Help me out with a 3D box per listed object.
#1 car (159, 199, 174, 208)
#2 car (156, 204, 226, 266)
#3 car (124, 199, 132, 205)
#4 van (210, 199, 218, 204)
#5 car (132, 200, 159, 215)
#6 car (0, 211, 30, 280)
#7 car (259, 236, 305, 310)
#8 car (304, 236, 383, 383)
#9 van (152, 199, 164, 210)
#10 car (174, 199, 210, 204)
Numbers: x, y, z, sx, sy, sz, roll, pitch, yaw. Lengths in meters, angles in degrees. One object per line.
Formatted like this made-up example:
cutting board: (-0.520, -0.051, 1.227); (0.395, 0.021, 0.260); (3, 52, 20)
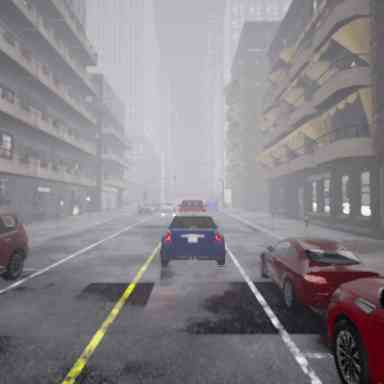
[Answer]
car: (-3.084, 2.096, 45.208); (1.812, 1.442, 4.674); (0, -1, 0)
car: (0.045, 1.509, 12.329); (2.097, 1.767, 4.553); (0, -1, 1)
car: (-16.476, 2.506, 80.159); (4.097, 1.590, 1.967); (0, -2, 0)
van: (2.717, 1.928, 46.486); (1.690, 1.788, 3.998); (1, -1, 0)
car: (-5.635, 2.067, 40.892); (2.008, 1.369, 4.403); (1, -1, 0)
car: (-5.670, 1.414, 7.656); (2.192, 1.841, 5.009); (1, -1, 0)
car: (2.706, 1.682, 7.703); (1.802, 1.307, 4.206); (1, -1, 0)
car: (2.710, 1.344, 2.167); (2.192, 1.841, 5.009); (1, -1, 0)
van: (-5.798, 2.066, 57.515); (1.690, 1.788, 3.998); (1, -1, 0)
car: (0.038, 1.556, 26.236); (2.150, 2.045, 5.566); (0, 0, 0)
